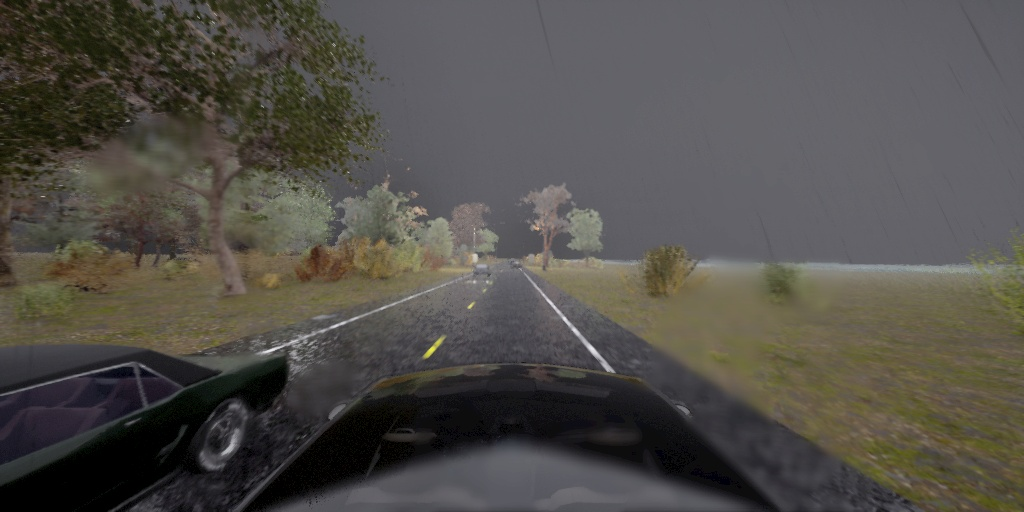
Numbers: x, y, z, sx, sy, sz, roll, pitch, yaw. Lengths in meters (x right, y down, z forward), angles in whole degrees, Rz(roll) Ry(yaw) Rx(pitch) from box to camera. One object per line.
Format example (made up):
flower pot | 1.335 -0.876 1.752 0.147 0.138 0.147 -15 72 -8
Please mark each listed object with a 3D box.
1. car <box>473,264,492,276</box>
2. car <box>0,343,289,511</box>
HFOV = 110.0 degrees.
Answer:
car | -3.570 1.655 43.181 1.812 1.442 4.674 0 -1 0
car | -3.601 1.354 2.040 1.895 1.301 4.718 0 -1 0
